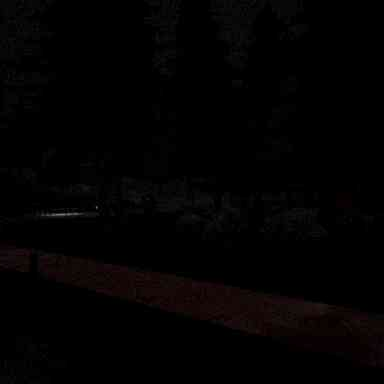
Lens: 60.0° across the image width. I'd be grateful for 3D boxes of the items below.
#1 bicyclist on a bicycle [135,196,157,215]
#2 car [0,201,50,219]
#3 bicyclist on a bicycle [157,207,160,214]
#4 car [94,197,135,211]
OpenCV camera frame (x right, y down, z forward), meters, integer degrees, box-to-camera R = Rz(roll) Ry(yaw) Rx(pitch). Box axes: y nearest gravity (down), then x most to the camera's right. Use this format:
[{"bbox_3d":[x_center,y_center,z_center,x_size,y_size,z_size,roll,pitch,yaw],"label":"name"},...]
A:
[{"bbox_3d":[-4.091,1.141,28.441,1.656,1.620,0.582,0,0,15],"label":"bicyclist on a bicycle"},{"bbox_3d":[-14.350,1.438,27.422,1.895,1.301,4.718,0,0,35],"label":"car"},{"bbox_3d":[-3.529,1.142,28.924,1.656,1.620,0.582,0,0,22],"label":"bicyclist on a bicycle"},{"bbox_3d":[-8.295,1.329,35.907,2.128,1.511,4.902,0,0,36],"label":"car"}]
